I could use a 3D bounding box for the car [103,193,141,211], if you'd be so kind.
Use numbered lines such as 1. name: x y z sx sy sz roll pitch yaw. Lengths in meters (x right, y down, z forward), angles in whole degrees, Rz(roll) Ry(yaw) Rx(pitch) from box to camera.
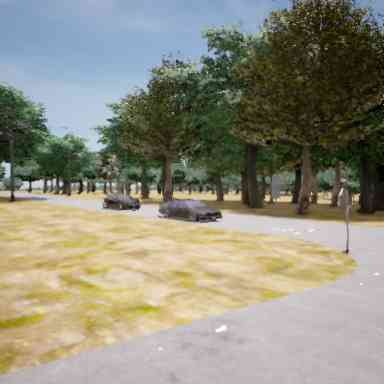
1. car: -6.657 0.889 31.236 1.882 1.535 5.008 -1 2 -39

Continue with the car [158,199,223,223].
1. car: -0.266 1.176 22.569 2.033 1.411 5.357 -1 2 -38
